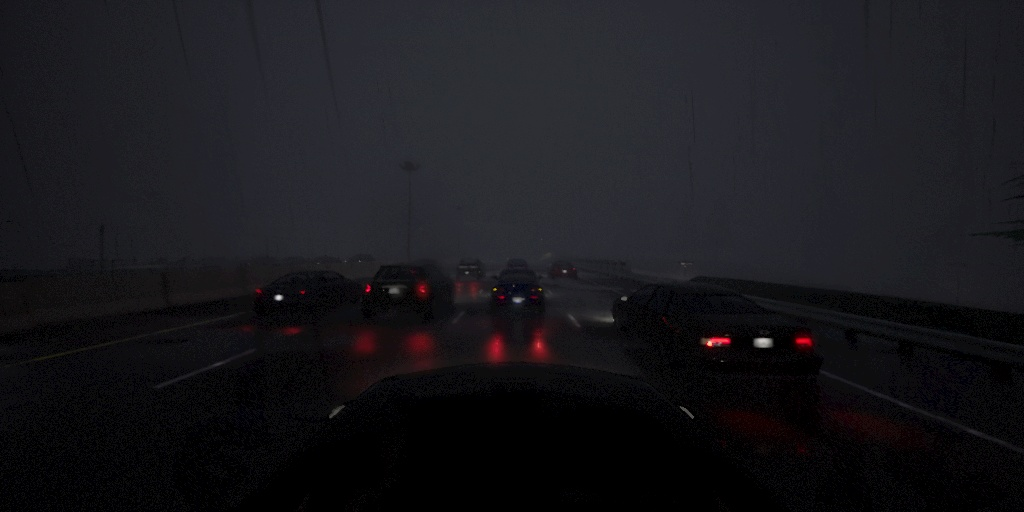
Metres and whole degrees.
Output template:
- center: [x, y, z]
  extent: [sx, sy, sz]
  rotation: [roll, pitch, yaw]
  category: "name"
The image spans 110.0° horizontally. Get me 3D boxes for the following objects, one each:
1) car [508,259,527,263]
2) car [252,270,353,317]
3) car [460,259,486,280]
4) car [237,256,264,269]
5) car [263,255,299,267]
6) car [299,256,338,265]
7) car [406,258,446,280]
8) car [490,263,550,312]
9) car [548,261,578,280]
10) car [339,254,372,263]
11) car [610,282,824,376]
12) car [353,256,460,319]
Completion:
- center: [0.423, 0.952, 29.238]
  extent: [1.882, 1.535, 5.008]
  rotation: [0, 1, 1]
  category: "car"
- center: [-6.798, 1.167, 12.497]
  extent: [1.994, 1.385, 4.181]
  rotation: [0, 1, 1]
  category: "car"
- center: [-3.101, 0.962, 27.671]
  extent: [2.128, 1.511, 4.902]
  rotation: [0, 1, 1]
  category: "car"
- center: [-27.621, 0.694, 39.294]
  extent: [1.882, 1.535, 5.008]
  rotation: [0, 1, 1]
  category: "car"
- center: [-24.127, 0.783, 39.327]
  extent: [2.033, 1.411, 5.357]
  rotation: [0, 1, 1]
  category: "car"
- center: [-20.626, 0.734, 39.237]
  extent: [1.882, 1.535, 5.008]
  rotation: [0, 1, 1]
  category: "car"
- center: [-6.596, 0.953, 27.985]
  extent: [1.837, 1.490, 4.892]
  rotation: [0, 1, 1]
  category: "car"
- center: [0.211, 1.159, 13.398]
  extent: [1.812, 1.442, 4.674]
  rotation: [0, 1, 1]
  category: "car"
- center: [3.906, 1.069, 28.138]
  extent: [1.994, 1.385, 4.181]
  rotation: [0, 1, 1]
  category: "car"
- center: [-17.105, 0.616, 40.529]
  extent: [2.097, 1.767, 4.553]
  rotation: [0, 1, 1]
  category: "car"
- center: [3.620, 1.259, 7.617]
  extent: [2.033, 1.411, 5.357]
  rotation: [0, 1, 1]
  category: "car"
- center: [-3.300, 0.978, 12.285]
  extent: [2.097, 1.767, 4.553]
  rotation: [0, 1, 1]
  category: "car"
